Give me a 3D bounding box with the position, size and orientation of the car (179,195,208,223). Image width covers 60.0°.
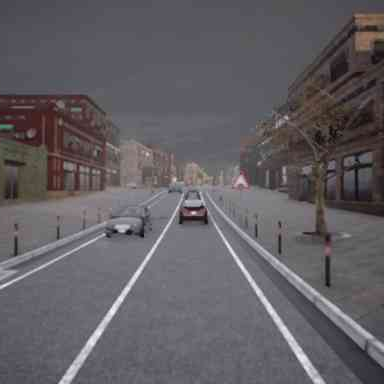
[{"bbox_3d":[0.099,1.286,23.741,2.163,1.488,4.792,0,2,0],"label":"car"}]

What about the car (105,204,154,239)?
[{"bbox_3d":[-3.100,1.422,17.202,2.128,1.511,4.902,0,1,0],"label":"car"}]

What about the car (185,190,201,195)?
[{"bbox_3d":[0.094,0.510,41.529,2.033,1.649,4.856,0,3,0],"label":"car"}]

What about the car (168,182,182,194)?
[{"bbox_3d":[-2.982,-0.734,58.926,2.150,2.045,5.566,0,3,1],"label":"car"}]
